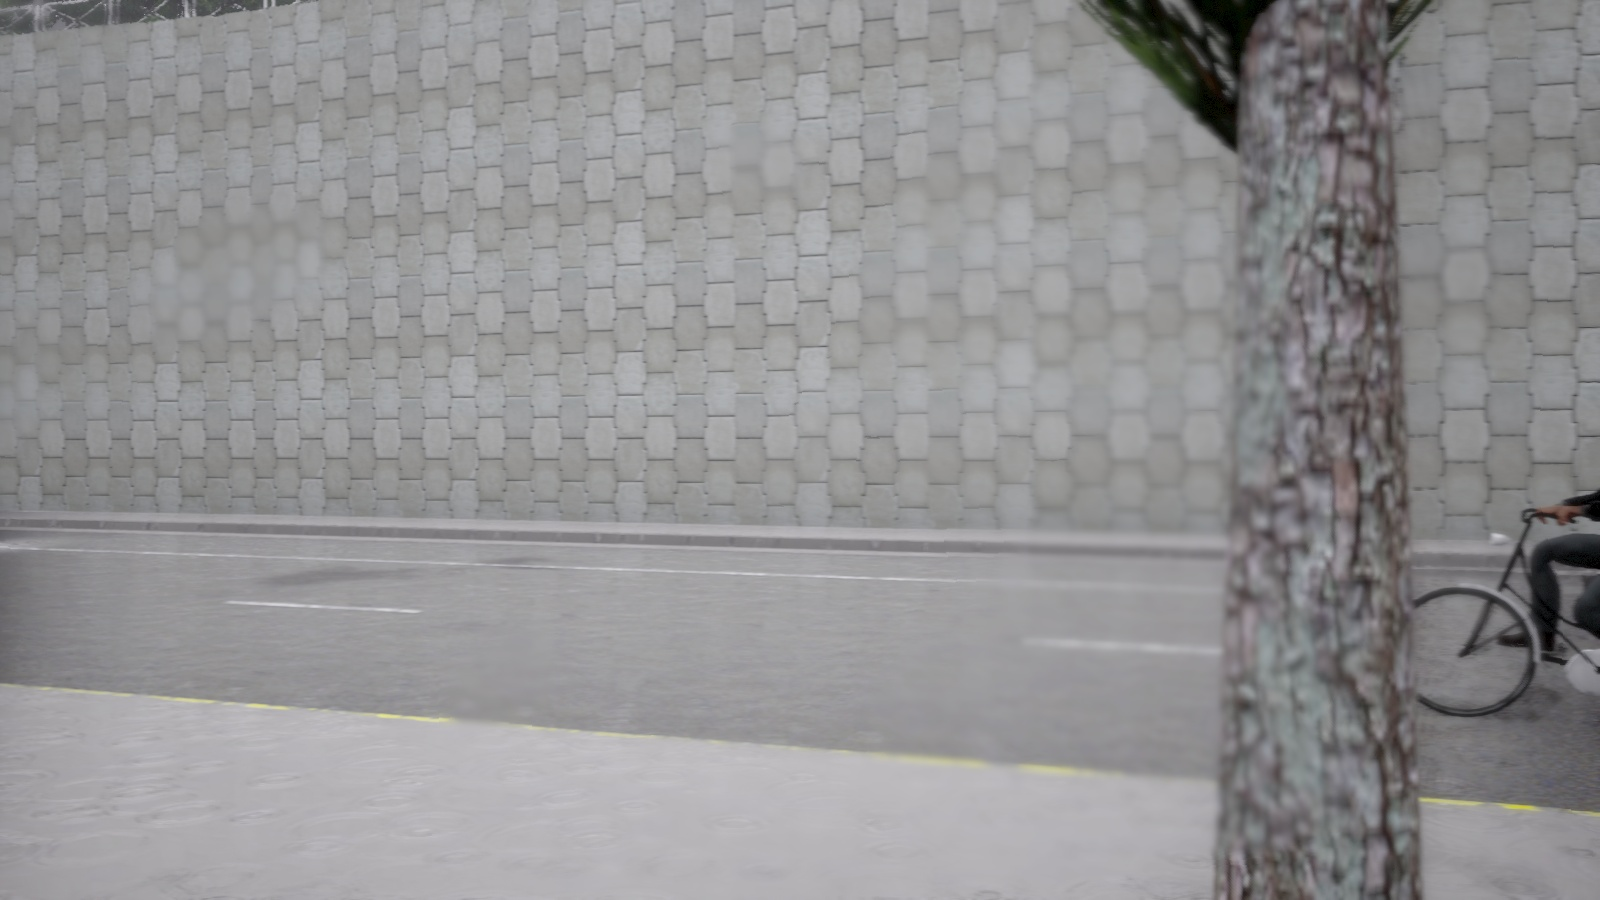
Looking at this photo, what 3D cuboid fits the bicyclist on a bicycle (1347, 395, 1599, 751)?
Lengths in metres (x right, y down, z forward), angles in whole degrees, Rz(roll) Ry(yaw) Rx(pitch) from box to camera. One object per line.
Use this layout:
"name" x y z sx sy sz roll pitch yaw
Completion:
"bicyclist on a bicycle" 3.931 0.606 6.616 1.843 1.776 0.659 1 1 18
